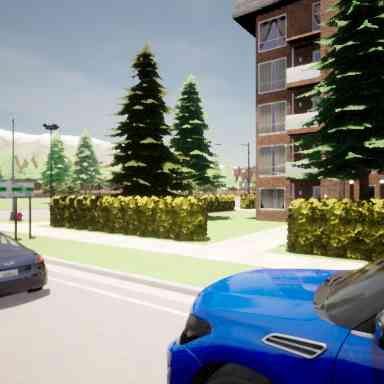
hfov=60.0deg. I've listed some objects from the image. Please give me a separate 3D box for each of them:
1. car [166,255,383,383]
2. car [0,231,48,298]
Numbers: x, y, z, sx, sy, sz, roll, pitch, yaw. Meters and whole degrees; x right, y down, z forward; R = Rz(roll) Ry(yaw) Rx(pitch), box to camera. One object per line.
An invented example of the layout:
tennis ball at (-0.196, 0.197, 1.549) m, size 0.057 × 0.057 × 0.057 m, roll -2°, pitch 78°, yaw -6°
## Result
car at (2.411, 1.222, 2.270) m, size 5.566 × 2.045 × 2.150 m, roll 0°, pitch 0°, yaw 36°
car at (-5.207, 1.561, 7.672) m, size 4.181 × 1.385 × 1.994 m, roll 0°, pitch 0°, yaw 36°
